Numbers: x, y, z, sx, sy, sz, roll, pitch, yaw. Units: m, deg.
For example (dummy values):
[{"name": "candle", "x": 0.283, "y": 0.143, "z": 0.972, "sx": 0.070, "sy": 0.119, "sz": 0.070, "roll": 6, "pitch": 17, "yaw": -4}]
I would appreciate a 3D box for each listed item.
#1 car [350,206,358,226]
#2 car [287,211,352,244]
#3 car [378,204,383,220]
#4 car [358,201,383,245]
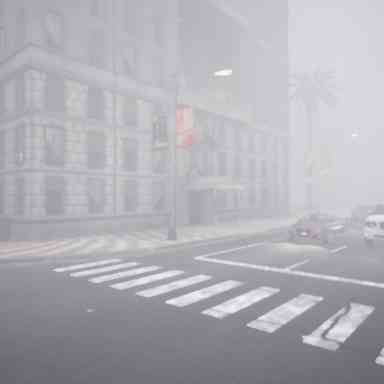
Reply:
[{"name": "car", "x": 13.400, "y": 1.726, "z": 25.413, "sx": 2.097, "sy": 1.767, "sz": 4.553, "roll": -1, "pitch": -1, "yaw": 41}, {"name": "car", "x": 6.691, "y": 1.842, "z": 17.633, "sx": 1.994, "sy": 1.385, "sz": 4.181, "roll": -1, "pitch": -1, "yaw": 40}, {"name": "car", "x": 20.279, "y": 1.947, "z": 33.242, "sx": 1.882, "sy": 1.535, "sz": 5.008, "roll": -1, "pitch": -1, "yaw": 42}, {"name": "car", "x": 10.082, "y": 1.452, "z": 16.229, "sx": 2.150, "sy": 2.045, "sz": 5.566, "roll": -1, "pitch": -1, "yaw": 39}]
